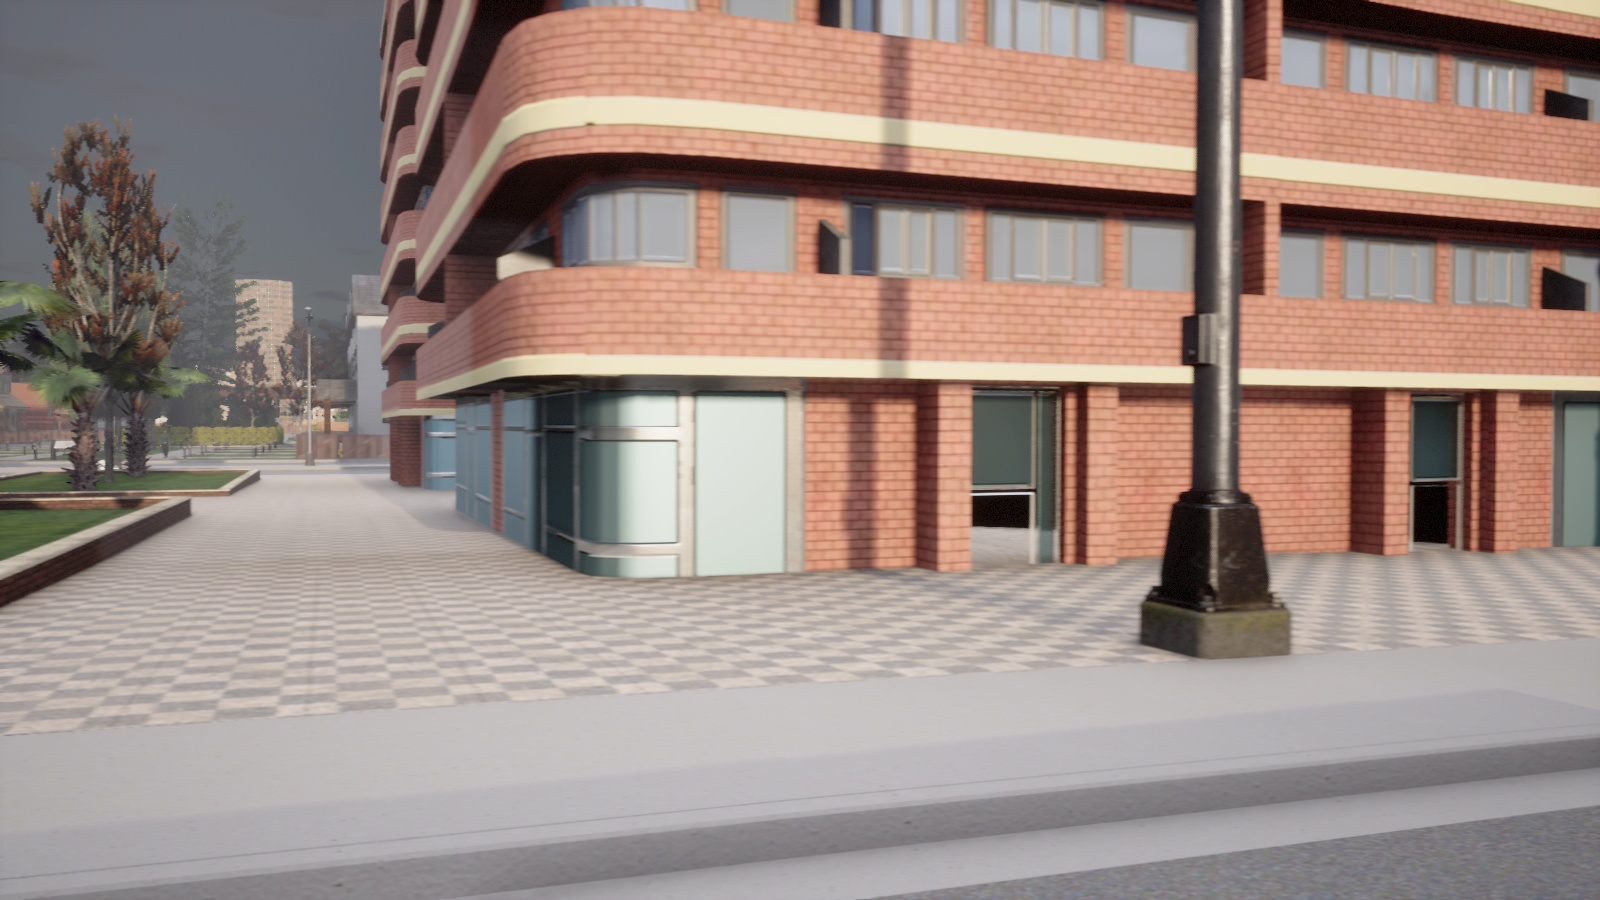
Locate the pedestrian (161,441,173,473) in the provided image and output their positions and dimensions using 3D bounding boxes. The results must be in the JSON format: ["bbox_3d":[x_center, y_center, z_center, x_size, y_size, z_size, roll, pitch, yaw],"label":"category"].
[{"bbox_3d":[-38.848,0.453,77.058,0.423,1.949,0.788,-2,2,-43],"label":"pedestrian"}]
